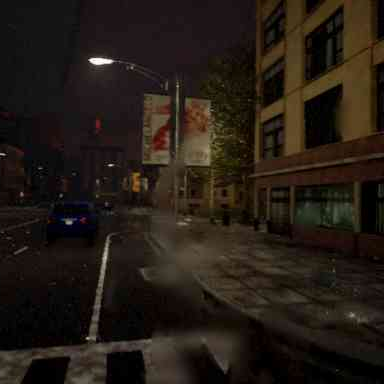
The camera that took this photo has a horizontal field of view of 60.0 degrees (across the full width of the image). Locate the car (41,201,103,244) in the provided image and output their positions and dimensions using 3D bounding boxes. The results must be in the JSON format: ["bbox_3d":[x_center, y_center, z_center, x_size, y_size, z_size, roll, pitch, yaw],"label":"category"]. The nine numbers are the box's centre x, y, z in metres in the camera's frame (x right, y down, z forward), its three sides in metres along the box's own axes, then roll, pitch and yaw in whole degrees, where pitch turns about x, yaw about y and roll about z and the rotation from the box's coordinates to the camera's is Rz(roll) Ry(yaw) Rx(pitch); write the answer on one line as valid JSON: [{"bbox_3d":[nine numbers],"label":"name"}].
[{"bbox_3d":[-6.259,1.558,17.980,2.150,2.045,5.566,1,-1,-12],"label":"car"}]

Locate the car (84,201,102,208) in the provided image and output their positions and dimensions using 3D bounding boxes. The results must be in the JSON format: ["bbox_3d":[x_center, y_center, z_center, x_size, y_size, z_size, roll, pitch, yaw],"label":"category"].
[{"bbox_3d":[-22.610,2.947,76.420,1.882,1.535,5.008,1,-1,11],"label":"car"}]

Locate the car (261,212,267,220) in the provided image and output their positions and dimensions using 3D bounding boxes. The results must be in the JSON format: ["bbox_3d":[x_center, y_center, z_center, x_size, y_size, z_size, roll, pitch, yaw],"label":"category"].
[{"bbox_3d":[10.835,2.652,40.187,5.008,1.535,1.882,1,-1,-13],"label":"car"}]

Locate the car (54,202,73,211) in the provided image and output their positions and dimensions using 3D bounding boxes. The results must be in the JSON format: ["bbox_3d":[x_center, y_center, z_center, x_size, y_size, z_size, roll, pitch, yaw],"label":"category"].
[{"bbox_3d":[-23.184,2.544,60.225,1.882,1.535,5.008,1,-1,-7],"label":"car"}]

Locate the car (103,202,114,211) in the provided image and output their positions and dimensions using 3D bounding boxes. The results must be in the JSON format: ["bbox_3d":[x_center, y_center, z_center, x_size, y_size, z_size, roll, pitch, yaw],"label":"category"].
[{"bbox_3d":[-16.288,2.834,64.320,2.033,1.411,5.357,1,-1,-4],"label":"car"}]

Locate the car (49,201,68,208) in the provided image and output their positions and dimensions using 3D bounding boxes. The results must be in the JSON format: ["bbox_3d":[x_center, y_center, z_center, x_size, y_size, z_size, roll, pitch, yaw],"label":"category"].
[{"bbox_3d":[-29.650,2.805,73.878,2.002,1.452,4.674,1,-1,6],"label":"car"}]

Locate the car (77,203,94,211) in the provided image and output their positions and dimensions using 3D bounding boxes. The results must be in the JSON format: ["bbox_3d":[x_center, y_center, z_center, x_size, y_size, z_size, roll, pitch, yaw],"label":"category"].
[{"bbox_3d":[-19.523,2.707,61.415,2.033,1.411,5.357,1,-1,-7],"label":"car"}]

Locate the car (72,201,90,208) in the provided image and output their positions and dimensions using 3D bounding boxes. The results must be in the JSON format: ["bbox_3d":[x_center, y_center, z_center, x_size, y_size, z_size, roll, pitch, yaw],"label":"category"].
[{"bbox_3d":[-25.893,2.922,77.762,1.882,1.535,5.008,1,-1,11],"label":"car"}]

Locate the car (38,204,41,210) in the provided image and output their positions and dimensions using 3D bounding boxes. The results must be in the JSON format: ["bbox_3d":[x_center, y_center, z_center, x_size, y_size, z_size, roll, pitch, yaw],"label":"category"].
[{"bbox_3d":[-26.863,2.582,61.735,2.033,1.411,5.357,1,-1,-7],"label":"car"}]

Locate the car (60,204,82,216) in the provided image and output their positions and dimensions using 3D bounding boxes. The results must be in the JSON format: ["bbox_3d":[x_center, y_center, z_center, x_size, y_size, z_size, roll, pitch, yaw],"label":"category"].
[{"bbox_3d":[-16.026,2.352,44.269,2.033,1.411,5.357,1,-1,-13],"label":"car"}]
